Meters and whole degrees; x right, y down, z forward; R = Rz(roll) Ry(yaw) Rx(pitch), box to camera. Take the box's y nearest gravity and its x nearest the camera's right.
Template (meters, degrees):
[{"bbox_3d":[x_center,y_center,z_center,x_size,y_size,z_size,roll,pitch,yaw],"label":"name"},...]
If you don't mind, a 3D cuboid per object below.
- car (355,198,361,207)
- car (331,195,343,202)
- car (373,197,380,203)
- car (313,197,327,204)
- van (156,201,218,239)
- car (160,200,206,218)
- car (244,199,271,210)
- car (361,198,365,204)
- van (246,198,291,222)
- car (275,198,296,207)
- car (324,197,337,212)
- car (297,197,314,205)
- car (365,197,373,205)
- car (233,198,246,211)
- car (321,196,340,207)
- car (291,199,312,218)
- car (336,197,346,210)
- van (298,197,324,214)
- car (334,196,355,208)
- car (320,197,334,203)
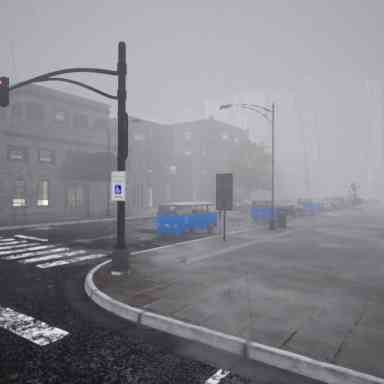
[{"bbox_3d":[25.271,1.516,53.817,2.192,1.841,5.009,0,0,35],"label":"car"},{"bbox_3d":[37.478,1.711,85.753,1.967,1.590,4.097,0,0,35],"label":"car"},{"bbox_3d":[44.324,1.899,80.919,1.947,1.339,4.313,0,0,35],"label":"car"},{"bbox_3d":[27.853,1.728,72.062,1.752,1.417,4.829,0,0,35],"label":"car"},{"bbox_3d":[-0.136,1.406,17.679,1.690,1.788,3.998,0,0,35],"label":"van"},{"bbox_3d":[-0.728,1.558,31.408,1.752,1.417,4.829,0,0,35],"label":"car"},{"bbox_3d":[8.897,1.628,45.100,1.887,1.381,4.507,0,0,35],"label":"car"},{"bbox_3d":[28.543,1.747,58.473,1.752,1.417,4.829,0,0,35],"label":"car"},{"bbox_3d":[6.216,1.436,26.713,1.690,1.788,3.998,0,0,35],"label":"van"},{"bbox_3d":[15.248,1.665,54.133,1.887,1.381,4.507,0,0,35],"label":"car"},{"bbox_3d":[15.840,1.671,40.404,1.752,1.417,4.829,0,0,35],"label":"car"},{"bbox_3d":[21.600,1.705,63.167,1.887,1.381,4.507,0,0,35],"label":"car"},{"bbox_3d":[34.796,1.809,67.368,1.887,1.381,4.507,0,0,35],"label":"car"},{"bbox_3d":[5.722,1.506,40.583,1.967,1.590,4.097,0,0,35],"label":"car"},{"bbox_3d":[22.943,1.533,55.001,2.097,1.767,4.553,1,0,35],"label":"car"},{"bbox_3d":[9.390,1.655,31.230,1.887,1.381,4.507,0,0,35],"label":"car"},{"bbox_3d":[18.917,1.729,44.781,1.947,1.339,4.313,0,0,35],"label":"car"},{"bbox_3d":[12.567,1.468,35.747,1.690,1.788,3.998,0,0,35],"label":"van"},{"bbox_3d":[22.095,1.497,49.300,2.192,1.841,5.009,0,0,35],"label":"car"},{"bbox_3d":[31.126,1.791,76.719,1.947,1.339,4.313,0,0,35],"label":"car"}]
